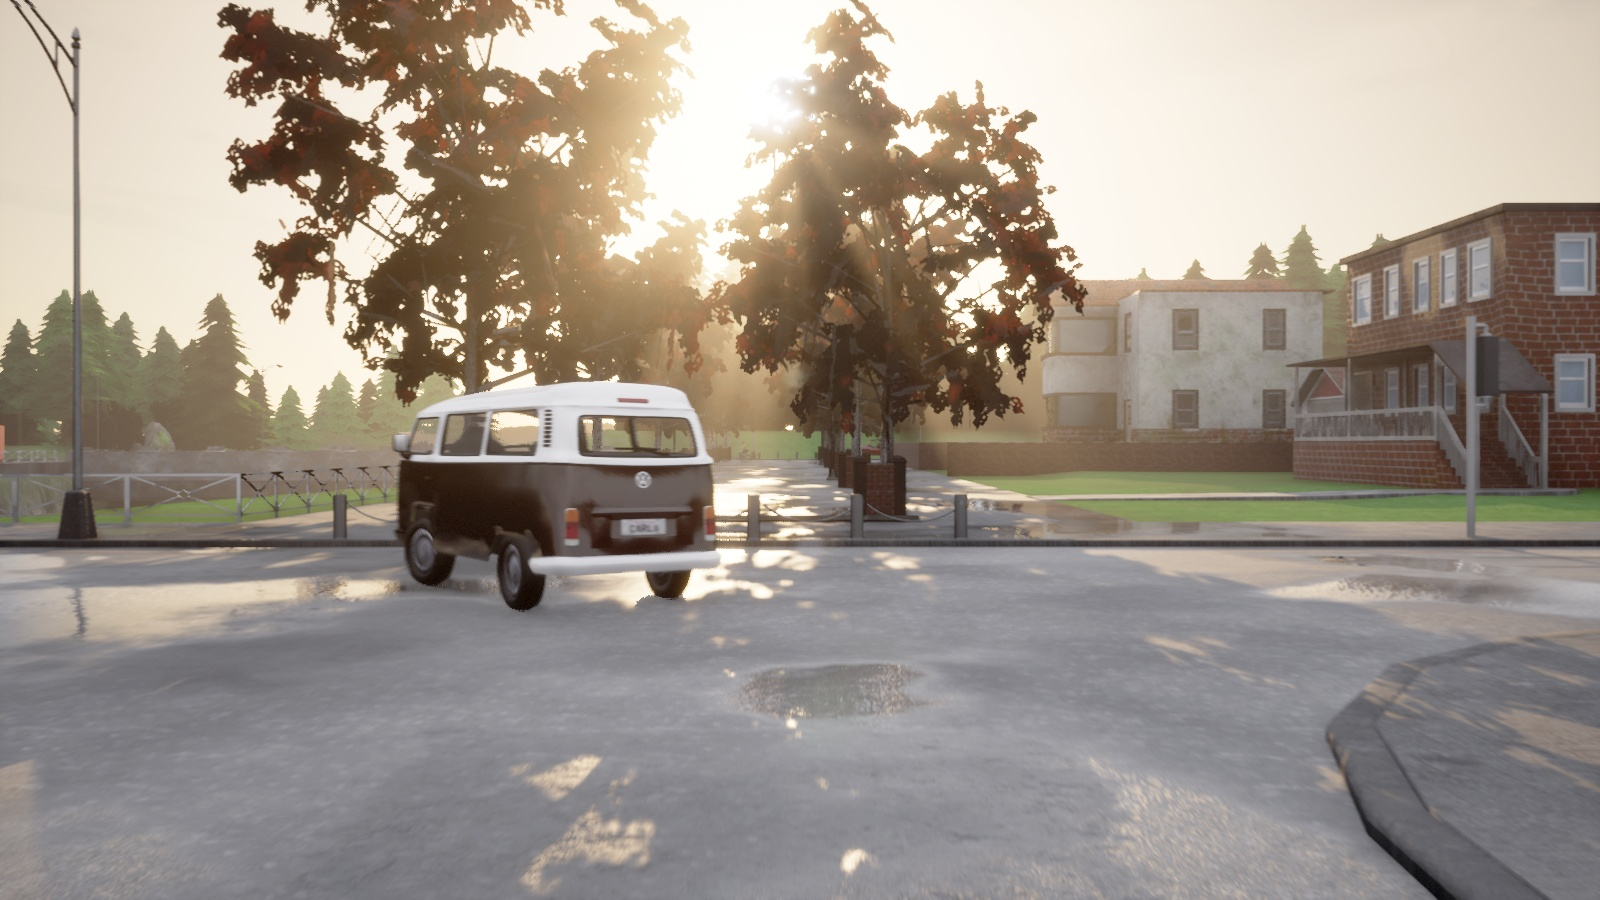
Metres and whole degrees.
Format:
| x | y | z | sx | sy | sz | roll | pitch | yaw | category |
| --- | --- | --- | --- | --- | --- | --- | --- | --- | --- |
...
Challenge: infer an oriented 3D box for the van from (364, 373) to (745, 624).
| x | y | z | sx | sy | sz | roll | pitch | yaw | category |
| --- | --- | --- | --- | --- | --- | --- | --- | --- | --- |
| -2.654 | 0.396 | 12.617 | 2.069 | 2.038 | 4.480 | 1 | 0 | -36 | van |
